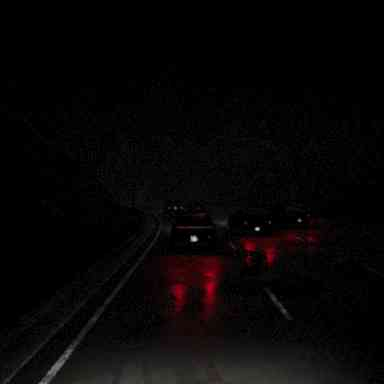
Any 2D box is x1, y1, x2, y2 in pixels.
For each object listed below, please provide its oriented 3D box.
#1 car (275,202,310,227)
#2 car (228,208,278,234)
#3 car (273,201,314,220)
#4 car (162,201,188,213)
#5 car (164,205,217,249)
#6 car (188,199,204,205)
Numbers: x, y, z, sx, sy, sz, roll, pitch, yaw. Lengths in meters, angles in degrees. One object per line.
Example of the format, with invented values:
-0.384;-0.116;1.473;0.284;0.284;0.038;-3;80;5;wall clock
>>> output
6.626;1.623;23.314;1.812;1.442;4.674;0;0;-4;car
3.370;1.685;19.976;1.895;1.301;4.718;0;0;-3;car
9.340;1.656;31.053;1.812;1.442;4.674;0;0;-7;car
-2.241;1.702;37.129;2.033;1.411;5.357;0;0;-11;car
0.032;1.555;14.845;2.128;1.511;4.902;0;0;-1;car
0.188;1.683;42.293;1.837;1.490;4.892;1;0;-13;car
